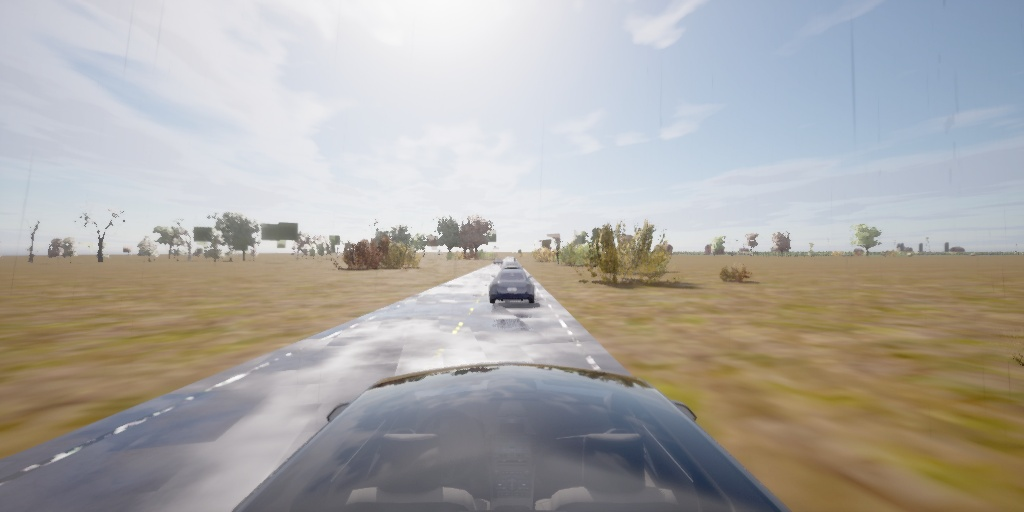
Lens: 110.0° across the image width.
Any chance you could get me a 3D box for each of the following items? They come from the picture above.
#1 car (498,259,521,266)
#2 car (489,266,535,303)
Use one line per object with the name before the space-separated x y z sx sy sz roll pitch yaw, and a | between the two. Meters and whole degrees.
car | 0.000 1.260 31.500 1.837 1.490 4.892 0 0 0
car | 0.000 1.321 16.500 1.994 1.385 4.181 0 0 0
